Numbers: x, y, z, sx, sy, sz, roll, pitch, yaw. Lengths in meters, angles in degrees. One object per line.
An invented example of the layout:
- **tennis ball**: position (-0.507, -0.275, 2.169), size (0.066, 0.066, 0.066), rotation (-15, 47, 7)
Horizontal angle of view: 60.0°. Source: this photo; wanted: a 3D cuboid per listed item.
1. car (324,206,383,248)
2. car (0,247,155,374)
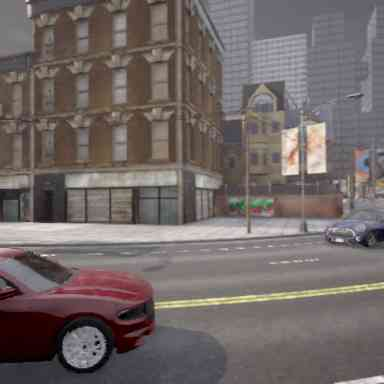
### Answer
- **car**: position (8.639, 1.622, 16.357), size (4.553, 1.767, 2.097), rotation (0, -1, -31)
- **car**: position (-3.083, 1.606, 5.041), size (5.008, 1.535, 1.882), rotation (0, -1, -5)
